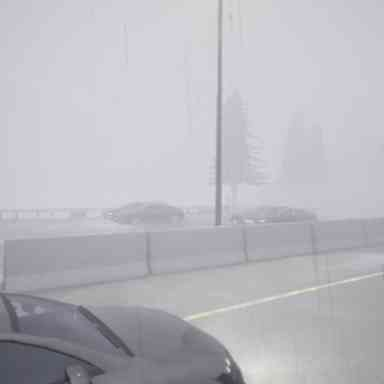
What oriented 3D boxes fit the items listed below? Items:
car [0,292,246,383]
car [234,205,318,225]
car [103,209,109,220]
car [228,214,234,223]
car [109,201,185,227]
[{"bbox_3d":[-1.542,1.553,2.545,4.181,1.385,1.994,1,0,-35],"label":"car"},{"bbox_3d":[5.219,1.579,19.514,4.902,1.511,2.128,1,0,-30],"label":"car"},{"bbox_3d":[-4.443,1.519,25.984,4.892,1.490,1.837,1,0,-31],"label":"car"},{"bbox_3d":[5.226,1.644,23.597,5.357,1.411,2.033,1,0,-29],"label":"car"},{"bbox_3d":[-2.836,1.526,22.863,4.892,1.490,1.837,1,0,-32],"label":"car"}]
